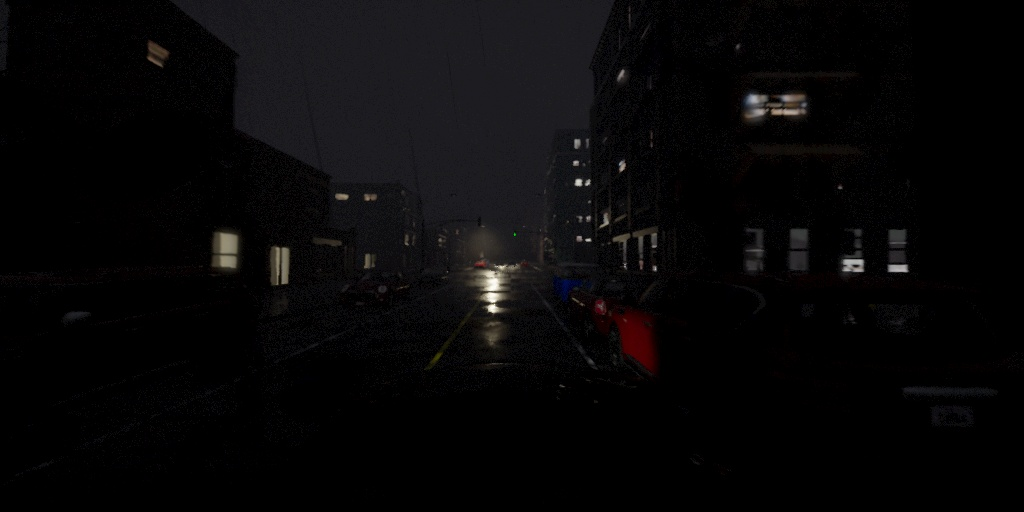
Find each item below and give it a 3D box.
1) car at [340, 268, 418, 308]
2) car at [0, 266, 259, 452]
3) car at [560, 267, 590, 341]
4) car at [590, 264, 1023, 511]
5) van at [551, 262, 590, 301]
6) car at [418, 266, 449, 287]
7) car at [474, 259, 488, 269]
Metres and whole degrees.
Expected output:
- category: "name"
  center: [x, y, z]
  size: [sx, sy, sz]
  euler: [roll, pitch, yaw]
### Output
- category: "car"
  center: [-5.690, 1.269, 15.412]
  size: [1.967, 1.591, 4.097]
  euler: [0, 0, 0]
- category: "car"
  center: [-5.690, 1.081, 4.597]
  size: [2.192, 1.841, 5.009]
  euler: [0, 0, 0]
- category: "car"
  center: [2.691, 1.238, 9.998]
  size: [1.967, 1.591, 4.097]
  euler: [0, 0, 0]
- category: "car"
  center: [2.691, 1.082, 4.590]
  size: [2.192, 1.841, 5.009]
  euler: [0, 0, 0]
- category: "van"
  center: [2.691, 1.171, 15.405]
  size: [1.690, 1.789, 3.998]
  euler: [0, 0, 0]
- category: "car"
  center: [-5.691, 1.443, 26.226]
  size: [2.007, 1.370, 4.403]
  euler: [0, 0, 0]
- category: "car"
  center: [-5.769, 1.656, 64.181]
  size: [1.888, 1.381, 4.507]
  euler: [0, 0, 0]
